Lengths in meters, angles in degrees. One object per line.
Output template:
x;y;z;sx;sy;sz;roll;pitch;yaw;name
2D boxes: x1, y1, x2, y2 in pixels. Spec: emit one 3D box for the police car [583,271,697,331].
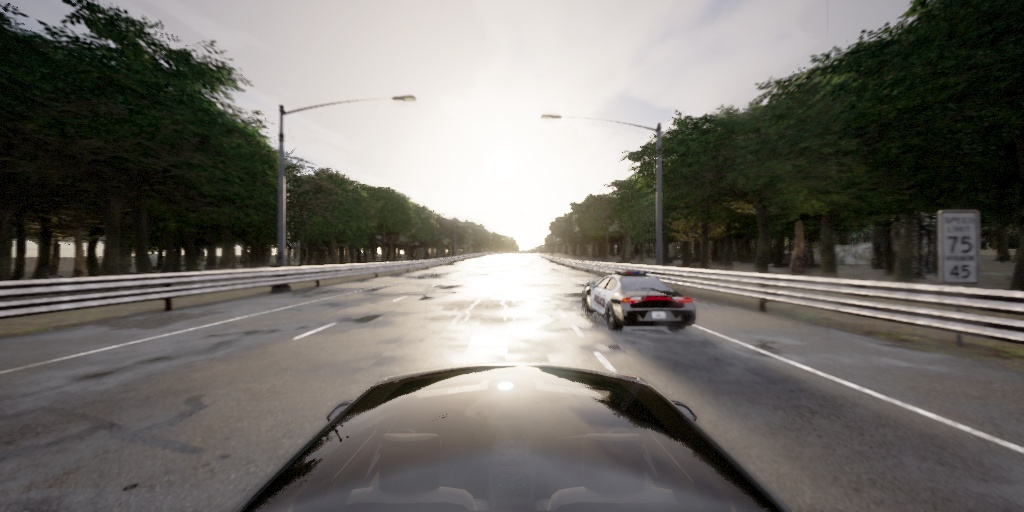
3.540;1.253;11.090;2.038;1.542;4.974;0;0;-1;police car
